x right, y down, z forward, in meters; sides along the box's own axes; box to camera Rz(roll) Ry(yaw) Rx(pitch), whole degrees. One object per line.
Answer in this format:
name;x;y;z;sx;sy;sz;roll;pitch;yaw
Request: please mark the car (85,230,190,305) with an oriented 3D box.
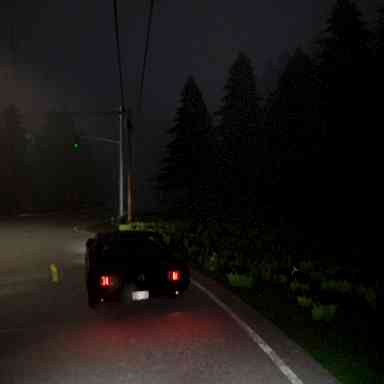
car;-1.615;1.582;8.148;1.895;1.301;4.718;0;0;-18
